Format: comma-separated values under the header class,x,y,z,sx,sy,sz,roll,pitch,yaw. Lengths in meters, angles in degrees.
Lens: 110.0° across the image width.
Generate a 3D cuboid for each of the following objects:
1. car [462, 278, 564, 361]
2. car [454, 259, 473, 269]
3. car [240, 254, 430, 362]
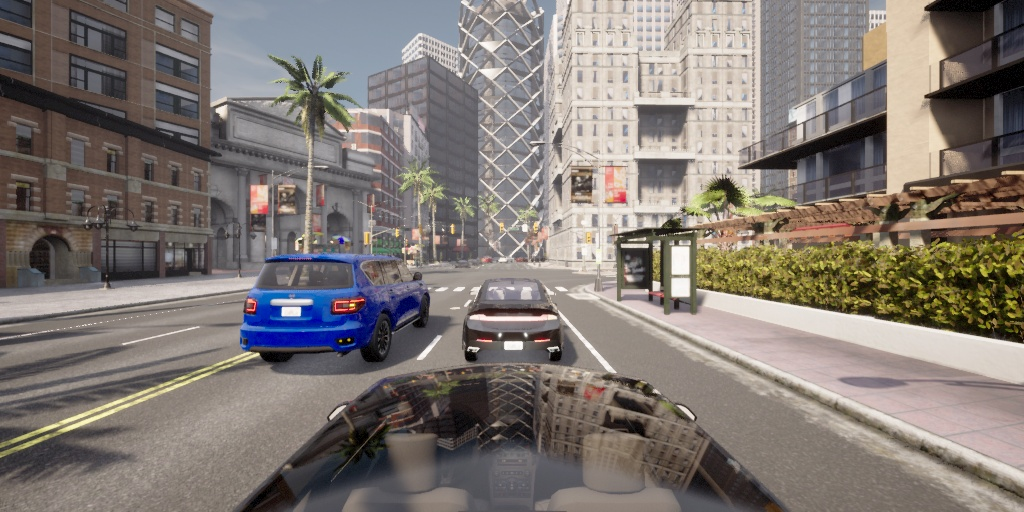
class,x,y,z,sx,sy,sz,roll,pitch,yaw
car,0.014,1.242,8.246,2.128,1.511,4.902,0,0,0
car,-7.649,1.314,55.576,1.994,1.385,4.181,0,0,0
car,-3.487,0.971,8.333,2.150,2.045,5.566,0,0,0
